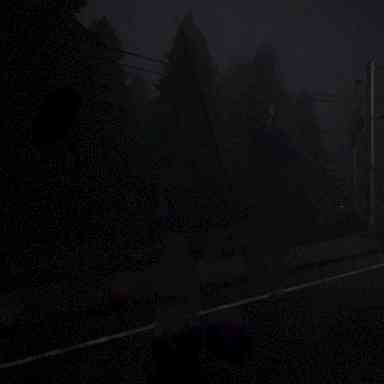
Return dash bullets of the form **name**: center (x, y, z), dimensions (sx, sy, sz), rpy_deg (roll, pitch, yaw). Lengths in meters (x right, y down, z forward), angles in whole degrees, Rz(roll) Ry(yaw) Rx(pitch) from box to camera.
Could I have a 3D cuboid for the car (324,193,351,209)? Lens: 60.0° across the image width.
- **car**: center (16.860, 1.156, 39.998), dimensions (2.150, 2.045, 5.566), rpy_deg (0, 0, -19)
